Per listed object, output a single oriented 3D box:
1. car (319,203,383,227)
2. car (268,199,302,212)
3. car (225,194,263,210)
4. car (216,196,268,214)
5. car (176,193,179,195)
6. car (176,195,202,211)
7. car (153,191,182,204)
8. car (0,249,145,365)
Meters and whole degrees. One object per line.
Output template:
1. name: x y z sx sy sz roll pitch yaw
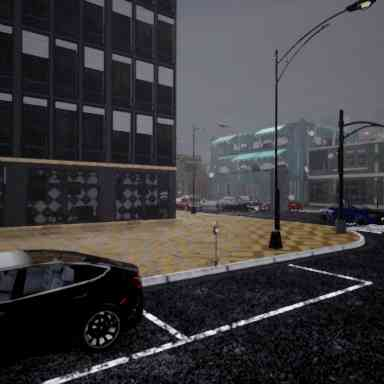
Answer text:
1. car: 10.579 1.424 21.953 1.994 1.385 4.181 0 1 -32
2. car: 9.273 1.334 34.163 1.802 1.307 4.206 1 0 -36
3. car: 5.997 1.123 38.639 1.967 1.590 4.097 1 0 -36
4. car: 4.270 1.209 31.182 2.128 1.511 4.902 0 1 -36
5. car: -2.946 1.130 41.044 1.994 1.385 4.181 0 1 -36
6. car: -0.765 1.226 33.686 1.802 1.307 4.206 1 0 -36
7. car: -3.831 0.787 52.059 2.192 1.841 5.009 1 0 -36
8. car: -2.753 1.566 4.592 4.313 1.339 1.947 0 0 -35
